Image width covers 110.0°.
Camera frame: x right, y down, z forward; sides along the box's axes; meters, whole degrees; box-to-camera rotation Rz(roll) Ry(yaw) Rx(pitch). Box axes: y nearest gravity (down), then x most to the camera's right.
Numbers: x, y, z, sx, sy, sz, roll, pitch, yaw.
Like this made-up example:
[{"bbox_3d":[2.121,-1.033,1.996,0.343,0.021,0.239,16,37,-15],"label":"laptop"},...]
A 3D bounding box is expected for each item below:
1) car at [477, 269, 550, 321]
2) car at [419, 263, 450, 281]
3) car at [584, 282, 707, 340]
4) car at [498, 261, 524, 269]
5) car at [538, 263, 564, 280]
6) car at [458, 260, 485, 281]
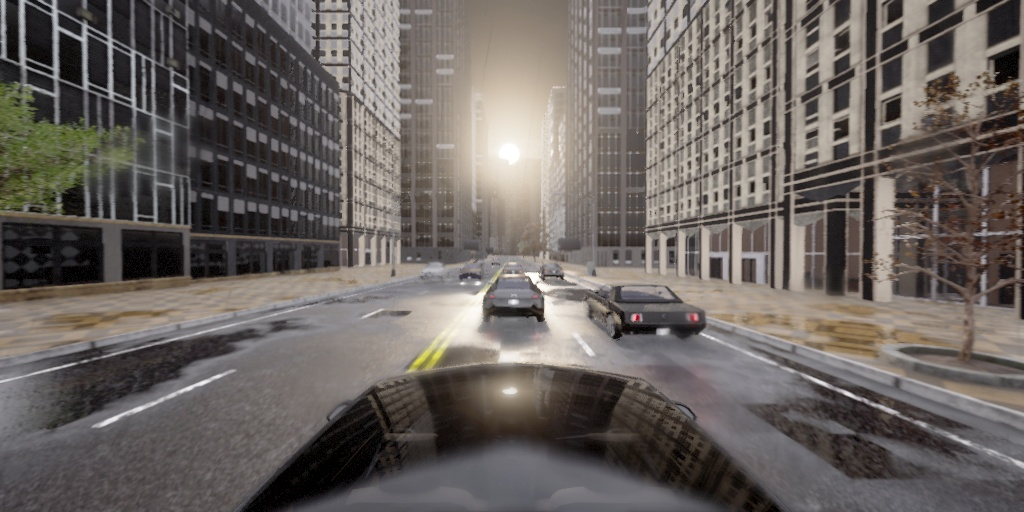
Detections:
[{"bbox_3d":[0.065,1.327,12.584,1.994,1.385,4.181,0,0,0],"label":"car"},{"bbox_3d":[-6.590,1.301,31.097,1.812,1.442,4.674,0,0,0],"label":"car"},{"bbox_3d":[3.296,1.360,9.970,1.895,1.301,4.718,0,0,1],"label":"car"},{"bbox_3d":[0.102,1.323,31.174,2.033,1.411,5.357,0,0,0],"label":"car"},{"bbox_3d":[3.352,1.323,31.118,2.033,1.411,5.357,0,0,0],"label":"car"},{"bbox_3d":[-3.341,1.323,30.826,2.033,1.411,5.357,0,0,0],"label":"car"}]
